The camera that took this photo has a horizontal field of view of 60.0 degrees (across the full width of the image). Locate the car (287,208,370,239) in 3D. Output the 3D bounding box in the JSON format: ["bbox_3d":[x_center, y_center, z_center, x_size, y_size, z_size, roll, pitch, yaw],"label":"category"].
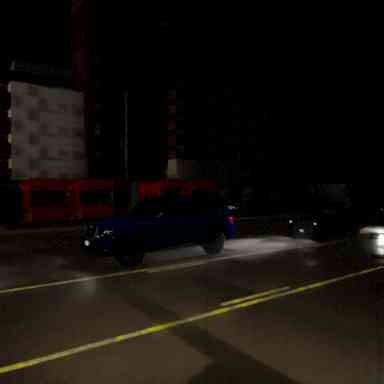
[{"bbox_3d":[7.226,1.615,17.685,4.718,1.301,1.895,0,0,-35],"label":"car"}]

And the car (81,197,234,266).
[{"bbox_3d":[-0.985,1.213,11.852,5.566,2.045,2.150,0,0,-36],"label":"car"}]

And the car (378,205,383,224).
[{"bbox_3d":[15.563,1.284,23.584,5.566,2.045,2.150,0,0,-35],"label":"car"}]
